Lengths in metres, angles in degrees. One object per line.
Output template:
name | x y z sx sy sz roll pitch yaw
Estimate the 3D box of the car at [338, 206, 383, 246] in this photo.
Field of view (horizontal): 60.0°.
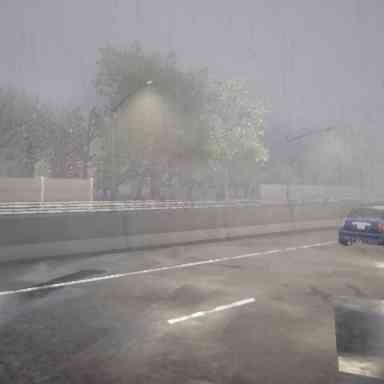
car | 8.245 1.366 14.050 4.553 1.767 2.097 0 0 -35
